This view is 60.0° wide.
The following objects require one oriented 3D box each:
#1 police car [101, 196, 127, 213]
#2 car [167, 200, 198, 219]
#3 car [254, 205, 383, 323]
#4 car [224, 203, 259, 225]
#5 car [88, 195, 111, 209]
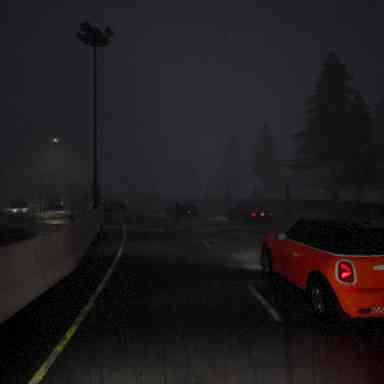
[{"bbox_3d":[-8.658,1.392,37.259,1.930,1.638,5.238,0,0,-22],"label":"police car"},{"bbox_3d":[-0.902,1.439,28.696,1.882,1.535,5.008,0,0,-16],"label":"car"},{"bbox_3d":[3.074,1.334,7.400,2.097,1.767,4.553,0,0,-4],"label":"car"},{"bbox_3d":[4.004,1.504,24.110,2.033,1.411,5.357,0,0,-14],"label":"car"},{"bbox_3d":[-12.873,1.315,46.245,2.097,1.767,4.553,0,0,-28],"label":"car"}]
